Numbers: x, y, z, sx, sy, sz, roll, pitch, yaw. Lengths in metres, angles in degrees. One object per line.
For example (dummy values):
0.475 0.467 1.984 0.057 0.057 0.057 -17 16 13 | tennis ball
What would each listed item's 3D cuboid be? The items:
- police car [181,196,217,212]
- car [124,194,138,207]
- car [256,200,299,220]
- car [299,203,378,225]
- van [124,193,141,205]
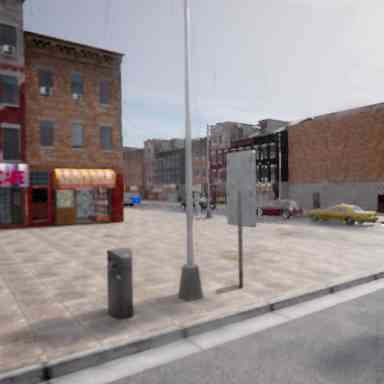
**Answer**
0.591 1.248 36.775 1.930 1.638 5.238 -1 1 -36 | police car
-9.784 1.340 46.454 1.994 1.385 4.181 -1 1 -35 | car
7.121 1.336 27.605 1.967 1.590 4.097 -1 1 -36 | car
10.278 1.454 23.261 1.752 1.417 4.829 -1 1 -36 | car
-9.163 1.043 50.021 1.690 1.788 3.998 -1 1 -36 | van
